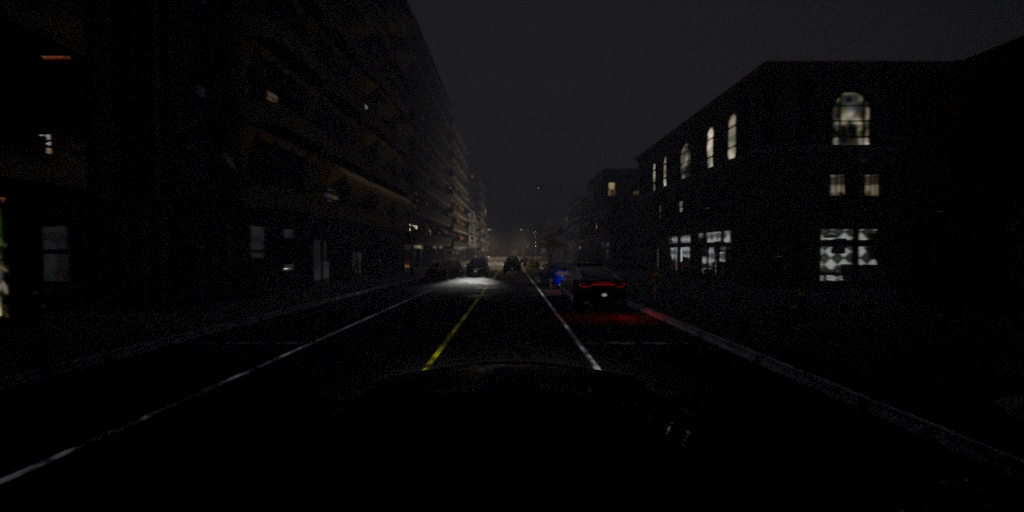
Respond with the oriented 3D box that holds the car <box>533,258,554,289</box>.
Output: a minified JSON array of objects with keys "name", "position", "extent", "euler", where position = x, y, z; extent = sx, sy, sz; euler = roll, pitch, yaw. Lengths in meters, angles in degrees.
[{"name":"car","position":[2.896,1.093,22.078],"extent":[1.882,1.535,5.008],"euler":[0,1,-9]}]

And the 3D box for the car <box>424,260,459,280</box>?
[{"name":"car","position":[-5.698,1.118,28.478],"extent":[1.888,1.381,4.507],"euler":[0,0,0]}]

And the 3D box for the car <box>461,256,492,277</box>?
[{"name":"car","position":[-3.091,1.036,32.941],"extent":[2.128,1.511,4.902],"euler":[0,0,0]}]

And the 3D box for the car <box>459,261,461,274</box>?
[{"name":"car","position":[-5.700,1.087,34.156],"extent":[2.007,1.370,4.403],"euler":[0,0,0]}]

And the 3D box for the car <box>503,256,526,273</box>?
[{"name":"car","position":[0.059,1.004,37.977],"extent":[2.128,1.511,4.902],"euler":[0,1,0]}]

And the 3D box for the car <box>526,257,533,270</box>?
[{"name":"car","position":[2.679,0.989,45.653],"extent":[1.751,1.417,4.829],"euler":[0,0,0]}]

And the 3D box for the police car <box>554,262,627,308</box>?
[{"name":"police car","position":[3.130,1.088,14.726],"extent":[1.930,1.638,5.238],"euler":[0,0,0]}]
